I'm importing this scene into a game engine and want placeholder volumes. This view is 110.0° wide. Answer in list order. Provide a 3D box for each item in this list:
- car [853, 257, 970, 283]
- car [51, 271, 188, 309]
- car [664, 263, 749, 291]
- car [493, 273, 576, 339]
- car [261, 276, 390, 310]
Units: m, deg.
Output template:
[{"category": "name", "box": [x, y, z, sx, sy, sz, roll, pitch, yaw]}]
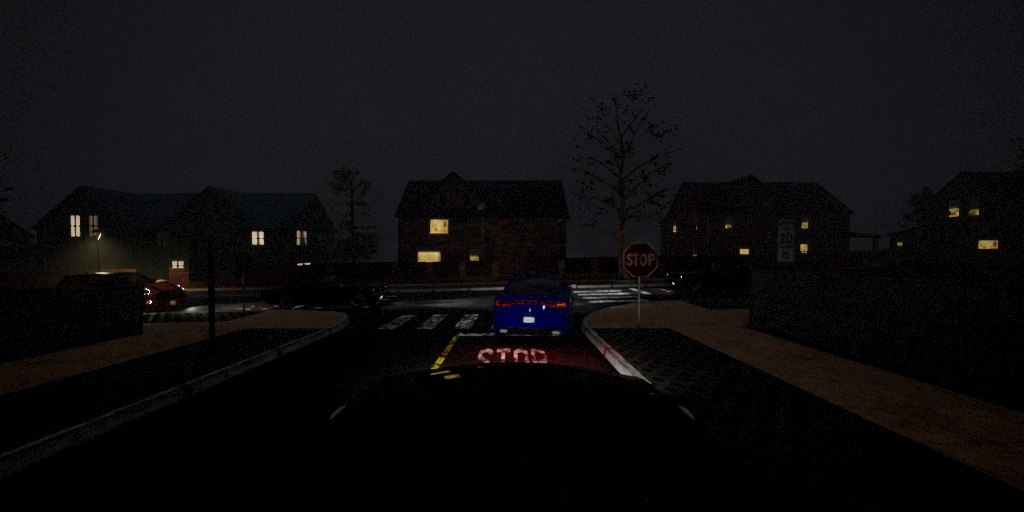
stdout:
[{"category": "car", "box": [20.055, 0.753, 18.347, 5.357, 1.411, 2.033, -1, 1, 0]}, {"category": "car", "box": [-16.800, 1.472, 15.374, 4.553, 1.767, 2.097, -1, 1, 0]}, {"category": "car", "box": [10.409, 1.034, 18.311, 4.718, 1.301, 1.895, -1, 1, -1]}, {"category": "car", "box": [0.786, 1.226, 10.175, 1.882, 1.535, 5.008, 0, 0, 10]}, {"category": "car", "box": [-7.812, 1.506, 15.382, 4.718, 1.301, 1.895, -1, 1, 0]}]
